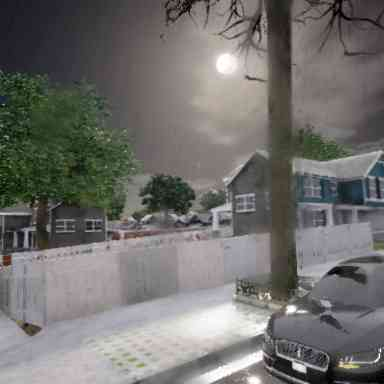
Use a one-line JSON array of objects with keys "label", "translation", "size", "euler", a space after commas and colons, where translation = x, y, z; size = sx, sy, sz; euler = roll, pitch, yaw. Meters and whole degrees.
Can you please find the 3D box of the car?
[{"label": "car", "translation": [3.174, 1.856, 5.455], "size": [4.892, 1.490, 1.837], "euler": [1, -7, -38]}]
